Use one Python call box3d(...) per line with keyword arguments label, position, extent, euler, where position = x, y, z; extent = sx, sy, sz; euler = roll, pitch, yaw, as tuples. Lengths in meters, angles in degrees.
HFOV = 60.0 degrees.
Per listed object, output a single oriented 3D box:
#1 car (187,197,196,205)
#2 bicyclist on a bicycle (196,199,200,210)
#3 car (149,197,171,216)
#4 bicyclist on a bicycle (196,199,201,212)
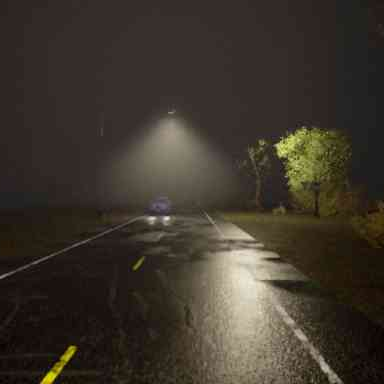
box3d(label="car", position=(-0.033, 2.340, 76.626), extent=(1.994, 1.385, 4.181), euler=(0, -1, 0))
box3d(label="bicyclist on a bicycle", position=(0.941, 2.009, 53.489), extent=(0.582, 1.620, 1.656), euler=(0, -1, 0))
box3d(label="car", position=(-3.613, 1.624, 38.595), extent=(2.150, 2.045, 5.566), euler=(0, 0, 0))
box3d(label="bicyclist on a bicycle", position=(0.945, 1.918, 44.478), extent=(0.582, 1.620, 1.656), euler=(0, -1, 0))
